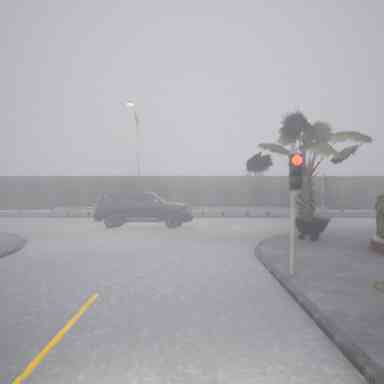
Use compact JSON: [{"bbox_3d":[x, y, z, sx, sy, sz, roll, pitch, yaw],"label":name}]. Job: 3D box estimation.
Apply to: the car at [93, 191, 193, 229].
[{"bbox_3d":[-2.728,0.951,18.829,5.566,2.045,2.150,0,1,0],"label":"car"}]
